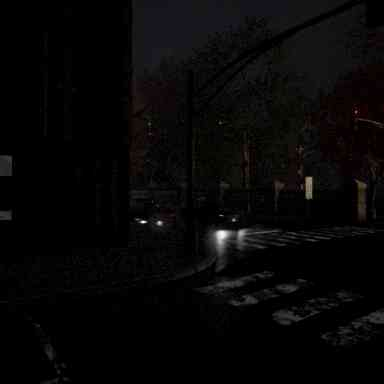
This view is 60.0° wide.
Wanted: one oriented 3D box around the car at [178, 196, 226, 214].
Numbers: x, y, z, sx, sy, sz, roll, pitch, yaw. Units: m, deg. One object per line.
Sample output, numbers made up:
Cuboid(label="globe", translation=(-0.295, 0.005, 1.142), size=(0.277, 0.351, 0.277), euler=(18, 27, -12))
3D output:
Cuboid(label="car", translation=(0.809, 1.129, 30.524), size=(1.752, 1.417, 4.829), euler=(1, 0, -36))

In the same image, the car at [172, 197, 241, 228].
Cuboid(label="car", translation=(0.967, 1.255, 20.448), size=(1.812, 1.442, 4.674), euler=(0, 1, -36))

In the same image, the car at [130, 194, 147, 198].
Cuboid(label="car", translation=(-4.394, 1.093, 27.820), size=(1.812, 1.442, 4.674), euler=(0, 1, -36))

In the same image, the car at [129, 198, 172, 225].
Cuboid(label="car", translation=(-2.612, 1.257, 20.983), size=(1.802, 1.307, 4.206), euler=(2, 0, -36))

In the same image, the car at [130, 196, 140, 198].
Cuboid(label="car", translation=(-5.870, 1.158, 25.459), size=(1.802, 1.307, 4.206), euler=(2, 0, -36))

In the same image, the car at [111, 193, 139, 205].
Cuboid(label="car", translation=(-8.866, 0.864, 43.817), size=(2.008, 1.369, 4.403), euler=(1, 0, -36))
